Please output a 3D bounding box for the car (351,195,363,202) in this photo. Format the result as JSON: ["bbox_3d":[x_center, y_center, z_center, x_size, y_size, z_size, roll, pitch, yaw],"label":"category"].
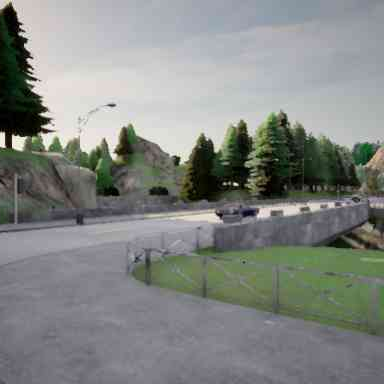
[{"bbox_3d":[36.420,1.439,73.533,1.837,1.490,4.892,0,0,36],"label":"car"}]

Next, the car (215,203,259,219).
[{"bbox_3d":[3.910,1.605,28.006,1.895,1.301,4.718,0,0,36],"label":"car"}]
